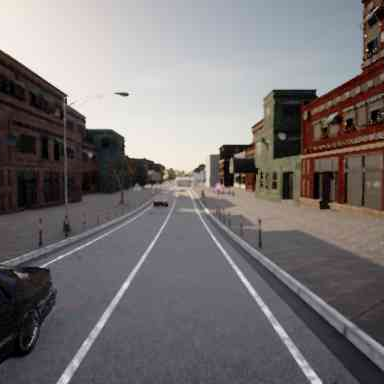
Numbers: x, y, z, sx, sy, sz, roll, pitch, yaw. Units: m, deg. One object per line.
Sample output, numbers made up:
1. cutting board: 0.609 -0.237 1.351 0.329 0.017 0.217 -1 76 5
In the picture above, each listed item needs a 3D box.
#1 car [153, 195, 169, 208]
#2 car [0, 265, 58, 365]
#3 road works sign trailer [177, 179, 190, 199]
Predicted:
1. car: -4.147 1.224 45.020 1.882 1.535 5.008 0 2 -1
2. car: -3.146 1.562 3.319 2.033 1.411 5.357 0 0 -1
3. road works sign trailer: -1.485 -0.574 61.449 2.380 3.560 2.880 0 3 -1
